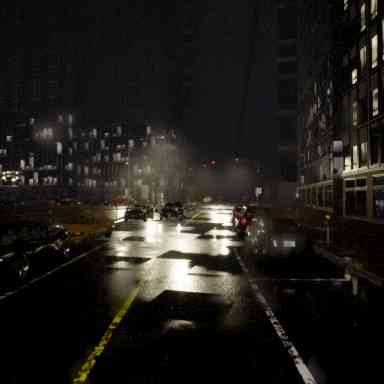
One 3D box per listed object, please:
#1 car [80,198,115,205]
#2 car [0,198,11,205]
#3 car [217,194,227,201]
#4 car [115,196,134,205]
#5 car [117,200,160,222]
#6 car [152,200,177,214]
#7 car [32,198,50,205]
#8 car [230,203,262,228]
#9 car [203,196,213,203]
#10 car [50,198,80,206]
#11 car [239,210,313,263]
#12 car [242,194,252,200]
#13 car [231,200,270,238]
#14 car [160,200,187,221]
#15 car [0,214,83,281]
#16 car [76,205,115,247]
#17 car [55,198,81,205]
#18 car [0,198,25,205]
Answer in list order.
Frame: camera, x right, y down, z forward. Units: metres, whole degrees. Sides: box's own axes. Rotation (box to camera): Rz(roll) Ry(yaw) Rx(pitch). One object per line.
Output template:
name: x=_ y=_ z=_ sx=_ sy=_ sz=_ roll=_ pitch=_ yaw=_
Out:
car: x=-15.257 y=1.674 z=53.864 sx=4.313 sy=1.339 sz=1.947 roll=0 pitch=-1 yaw=15
car: x=-40.157 y=1.989 z=68.861 sx=4.403 sy=1.369 sz=2.008 roll=0 pitch=-1 yaw=15
car: x=8.124 y=1.529 z=89.912 sx=2.192 sy=1.841 sz=5.009 roll=1 pitch=0 yaw=16
car: x=-13.181 y=1.574 z=61.468 sx=5.009 sy=1.841 sz=2.192 roll=0 pitch=-1 yaw=15
car: x=-4.126 y=1.578 z=26.408 sx=2.008 sy=1.369 sz=4.403 roll=1 pitch=0 yaw=5
car: x=-3.000 y=1.594 z=37.165 sx=2.008 sy=1.369 sz=4.403 roll=1 pitch=0 yaw=7
car: x=-29.530 y=1.893 z=65.947 sx=4.829 sy=1.417 sz=1.752 roll=0 pitch=-1 yaw=15
car: x=3.655 y=1.556 z=23.227 sx=1.887 sy=1.381 sz=4.507 roll=1 pitch=0 yaw=5
car: x=3.567 y=1.674 z=73.822 sx=1.752 sy=1.417 sz=4.829 roll=1 pitch=0 yaw=14
car: x=-20.650 y=1.695 z=55.342 sx=4.403 sy=1.369 sz=2.008 roll=0 pitch=-1 yaw=15
car: x=2.976 y=1.570 z=11.918 sx=1.947 sy=1.339 sz=4.313 roll=1 pitch=0 yaw=2
car: x=12.567 y=1.439 z=76.065 sx=2.192 sy=1.841 sz=5.009 roll=1 pitch=0 yaw=15
car: x=3.267 y=1.448 z=17.598 sx=1.967 sy=1.590 sz=4.097 roll=1 pitch=0 yaw=4
car: x=-1.486 y=1.489 z=27.391 sx=1.837 sy=1.490 sz=4.892 roll=0 pitch=0 yaw=5
car: x=-5.121 y=1.574 z=9.985 sx=1.947 sy=1.339 sz=4.313 roll=1 pitch=0 yaw=2
car: x=-4.892 y=1.540 z=15.308 sx=1.752 sy=1.417 sz=4.829 roll=1 pitch=0 yaw=3
car: x=-23.971 y=1.882 z=64.423 sx=4.403 sy=1.369 sz=2.008 roll=0 pitch=-1 yaw=15
car: x=-31.436 y=1.766 z=58.300 sx=4.403 sy=1.369 sz=2.008 roll=0 pitch=-1 yaw=15
